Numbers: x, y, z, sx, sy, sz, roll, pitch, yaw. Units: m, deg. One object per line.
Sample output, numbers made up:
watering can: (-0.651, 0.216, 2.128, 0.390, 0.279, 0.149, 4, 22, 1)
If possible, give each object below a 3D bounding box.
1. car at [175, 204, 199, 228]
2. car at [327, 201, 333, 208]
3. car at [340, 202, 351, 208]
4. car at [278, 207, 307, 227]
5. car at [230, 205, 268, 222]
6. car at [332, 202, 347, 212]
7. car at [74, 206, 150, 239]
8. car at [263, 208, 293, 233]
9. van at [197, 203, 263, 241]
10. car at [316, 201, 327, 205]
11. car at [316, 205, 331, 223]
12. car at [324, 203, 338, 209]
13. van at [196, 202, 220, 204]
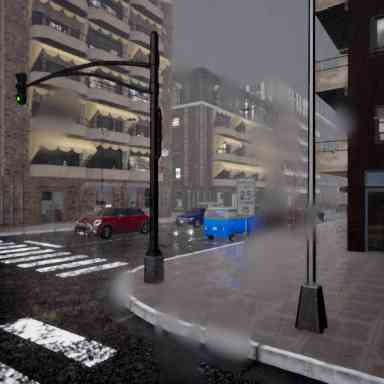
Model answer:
car: (0.610, 1.984, 26.659, 1.812, 1.442, 4.674, 0, -1, 36)
car: (27.385, 2.728, 68.807, 2.192, 1.841, 5.009, -1, -2, 35)
car: (40.132, 3.375, 86.722, 1.752, 1.417, 4.829, -1, -2, 35)
car: (8.532, 2.157, 27.893, 1.802, 1.307, 4.206, -1, -2, 35)
car: (5.933, 2.140, 34.136, 1.837, 1.490, 4.892, 0, -1, 35)
car: (25.948, 2.723, 56.769, 1.837, 1.490, 4.892, 0, -1, 36)
car: (-4.530, 1.639, 19.396, 2.097, 1.767, 4.553, 0, -1, 35)
car: (5.322, 2.035, 23.380, 1.947, 1.339, 4.313, -1, -2, 35)
van: (2.248, 1.703, 18.773, 1.690, 1.788, 3.998, -1, -2, 35)
car: (24.175, 2.889, 64.287, 1.802, 1.307, 4.206, -1, -2, 35)
car: (11.743, 2.233, 32.409, 2.008, 1.369, 4.403, -1, -2, 35)
car: (30.597, 3.064, 73.315, 1.887, 1.381, 4.507, -1, -2, 35)
van: (1.699, 1.903, 32.695, 1.690, 1.788, 3.998, -1, -2, 35)
